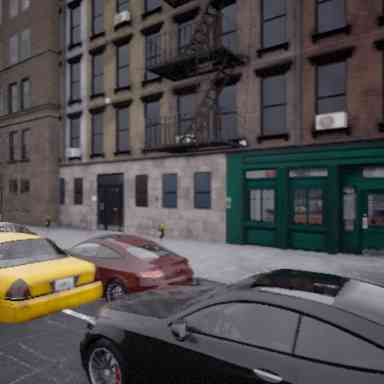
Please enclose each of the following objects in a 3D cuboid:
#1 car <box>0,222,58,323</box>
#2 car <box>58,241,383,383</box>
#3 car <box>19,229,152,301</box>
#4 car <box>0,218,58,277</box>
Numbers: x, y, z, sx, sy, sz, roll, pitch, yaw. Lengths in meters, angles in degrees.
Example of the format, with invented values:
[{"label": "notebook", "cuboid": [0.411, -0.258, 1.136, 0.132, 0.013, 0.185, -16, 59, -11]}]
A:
[{"label": "car", "cuboid": [-4.169, 1.491, 6.977, 5.366, 1.575, 1.801, 0, 0, 36]}, {"label": "car", "cuboid": [0.848, 1.548, 3.351, 4.674, 1.442, 1.812, 0, 0, 36]}, {"label": "car", "cuboid": [-1.904, 1.624, 7.576, 4.206, 1.307, 1.802, 0, 0, 36]}, {"label": "car", "cuboid": [-6.376, 1.637, 10.808, 4.206, 1.307, 1.802, 0, 0, 36]}]
